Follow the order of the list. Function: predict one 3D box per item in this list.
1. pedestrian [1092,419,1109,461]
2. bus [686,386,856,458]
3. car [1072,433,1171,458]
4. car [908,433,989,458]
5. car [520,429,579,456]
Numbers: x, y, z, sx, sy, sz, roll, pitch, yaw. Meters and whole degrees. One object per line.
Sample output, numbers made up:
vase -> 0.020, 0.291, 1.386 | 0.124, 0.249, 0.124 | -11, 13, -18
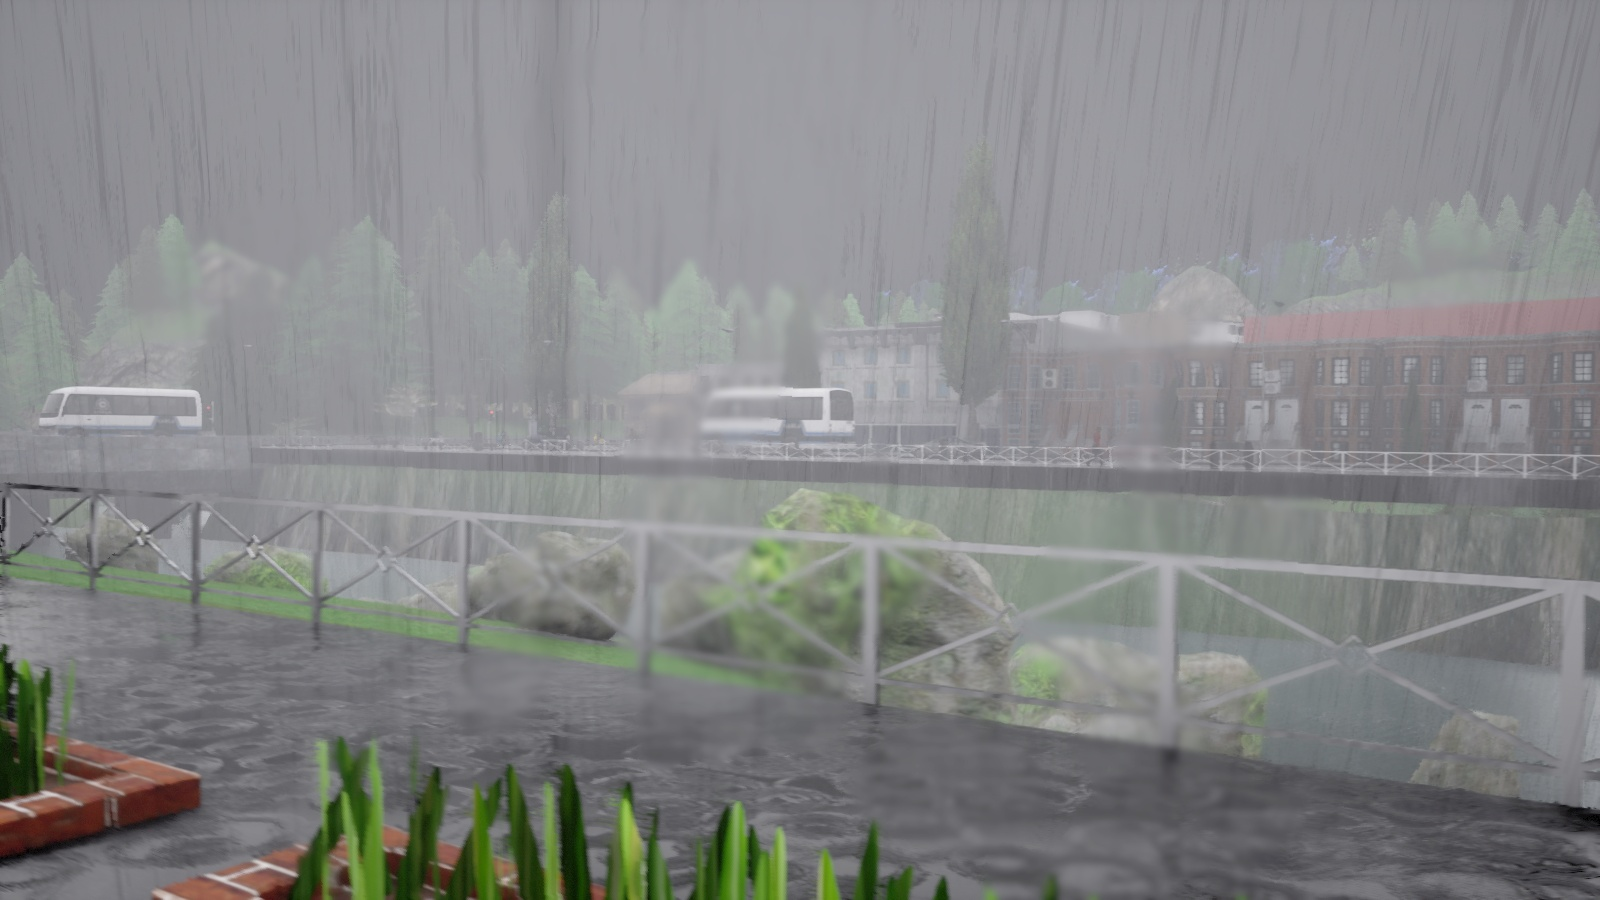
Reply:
pedestrian -> 13.129, -0.428, 54.948 | 0.636, 1.846, 0.331 | 0, 1, 34
bus -> -1.910, -1.713, 79.481 | 10.273, 4.253, 3.944 | 0, 1, 34
car -> 17.101, -0.236, 66.888 | 4.718, 1.301, 1.895 | 0, 1, 34
car -> 8.549, -0.272, 72.565 | 4.181, 1.385, 1.994 | 0, 1, 34
car -> -17.995, -0.540, 90.184 | 3.866, 1.878, 1.905 | 0, 1, 34
